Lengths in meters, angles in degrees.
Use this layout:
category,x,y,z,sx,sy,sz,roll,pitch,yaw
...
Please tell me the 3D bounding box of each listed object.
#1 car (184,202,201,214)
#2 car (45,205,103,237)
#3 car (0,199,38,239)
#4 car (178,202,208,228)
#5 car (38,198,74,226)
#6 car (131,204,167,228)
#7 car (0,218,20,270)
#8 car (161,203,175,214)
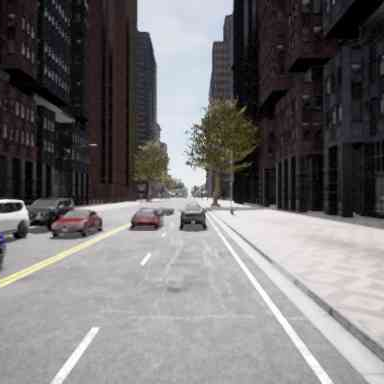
category,x,y,z,sx,sy,sz,roll,pitch,yaw
car,0.095,1.985,41.738,1.994,1.385,4.181,0,0,0
car,-6.529,1.725,19.481,1.812,1.442,4.674,0,0,1
car,-9.800,1.383,15.676,2.150,2.045,5.566,0,-1,0
car,0.084,1.753,24.282,1.837,1.490,4.892,0,0,0
car,-9.747,1.454,22.853,2.150,2.045,5.566,0,-1,0
car,-3.165,1.809,24.078,1.994,1.385,4.181,0,-1,0
car,-6.592,1.613,8.475,1.812,1.442,4.674,0,-1,1
car,-3.156,2.012,40.765,1.895,1.301,4.718,0,-1,0
